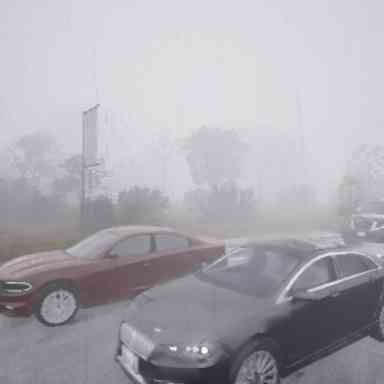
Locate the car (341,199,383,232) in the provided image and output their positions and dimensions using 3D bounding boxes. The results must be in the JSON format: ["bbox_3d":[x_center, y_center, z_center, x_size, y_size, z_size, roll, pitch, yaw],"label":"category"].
[{"bbox_3d":[8.889,1.326,14.666,5.566,2.045,2.150,1,-1,-36],"label":"car"}]

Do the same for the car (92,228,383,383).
[{"bbox_3d":[1.335,1.520,4.951,4.902,1.511,2.128,0,0,-36],"label":"car"}]

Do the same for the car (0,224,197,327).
[{"bbox_3d":[-1.454,1.505,7.259,5.008,1.535,1.882,1,0,-36],"label":"car"}]
